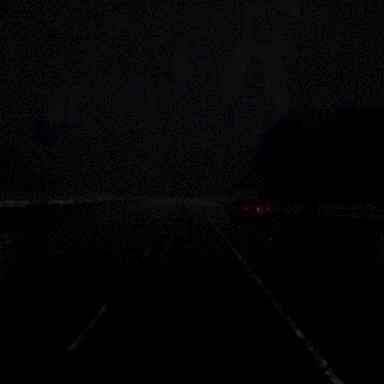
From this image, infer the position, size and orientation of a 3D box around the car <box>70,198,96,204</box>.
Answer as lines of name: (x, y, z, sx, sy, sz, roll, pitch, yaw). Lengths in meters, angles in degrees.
car: (-17.620, 2.128, 53.848, 1.994, 1.385, 4.181, 0, -1, 0)

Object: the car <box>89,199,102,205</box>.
car: (-24.598, 2.494, 84.687, 1.895, 1.301, 4.718, 0, -1, 0)

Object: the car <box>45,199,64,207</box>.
car: (-28.078, 2.219, 68.224, 1.837, 1.490, 4.892, 0, -1, 0)

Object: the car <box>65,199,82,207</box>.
car: (-24.579, 2.227, 69.022, 1.837, 1.490, 4.892, 0, -1, 0)

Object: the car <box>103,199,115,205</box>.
car: (-21.097, 2.421, 84.443, 1.812, 1.442, 4.674, 0, -1, 0)

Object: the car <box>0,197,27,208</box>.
car: (-28.104, 1.775, 52.827, 2.150, 2.045, 5.566, 0, 0, 1)

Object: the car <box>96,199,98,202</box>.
car: (-21.080, 2.254, 69.291, 1.812, 1.442, 4.674, 0, -1, 0)

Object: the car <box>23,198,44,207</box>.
car: (-24.612, 2.065, 53.459, 1.837, 1.490, 4.892, 0, 0, 1)

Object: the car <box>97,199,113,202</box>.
car: (-17.580, 2.281, 69.198, 1.994, 1.385, 4.181, 0, -1, 0)

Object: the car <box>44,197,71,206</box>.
car: (-21.113, 1.783, 53.693, 2.150, 2.045, 5.566, 0, 0, 0)

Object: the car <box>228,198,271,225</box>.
car: (4.600, 1.503, 27.305, 2.150, 2.045, 5.566, 0, -1, -8)

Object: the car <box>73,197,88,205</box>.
car: (-28.096, 2.218, 83.829, 2.097, 1.767, 4.553, 0, -1, 0)
